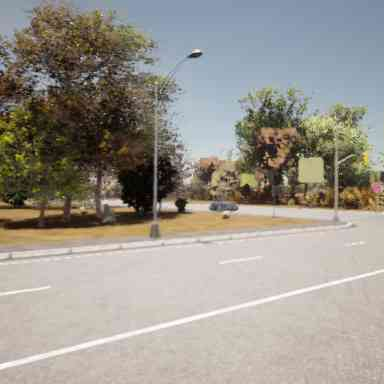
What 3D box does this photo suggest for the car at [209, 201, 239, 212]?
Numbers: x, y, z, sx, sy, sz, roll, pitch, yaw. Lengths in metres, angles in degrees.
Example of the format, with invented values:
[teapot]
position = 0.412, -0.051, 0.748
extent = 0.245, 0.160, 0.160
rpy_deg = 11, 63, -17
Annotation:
[car]
position = 4.124, 1.843, 43.027
extent = 1.994, 1.385, 4.181
rpy_deg = 1, 0, -38
